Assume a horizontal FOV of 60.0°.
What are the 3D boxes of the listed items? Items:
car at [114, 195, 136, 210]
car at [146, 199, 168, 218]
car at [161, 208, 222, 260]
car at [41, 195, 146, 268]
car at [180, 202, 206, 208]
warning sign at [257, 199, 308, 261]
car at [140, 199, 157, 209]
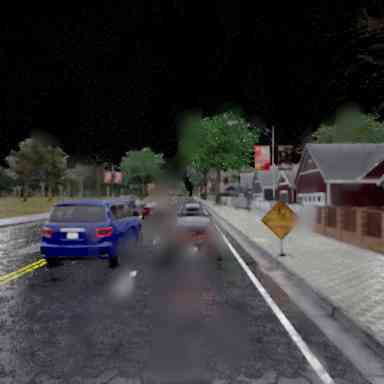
[{"bbox_3d":[-9.852,1.466,49.526,2.150,2.045,5.566,0,0,0],"label":"car"},{"bbox_3d":[-3.188,1.608,29.485,1.882,1.535,5.008,0,0,0],"label":"car"},{"bbox_3d":[0.061,1.551,12.560,1.837,1.490,4.892,0,0,0],"label":"car"},{"bbox_3d":[-3.193,1.266,11.633,2.150,2.045,5.566,0,0,0],"label":"car"},{"bbox_3d":[0.056,1.630,28.038,1.837,1.490,4.892,0,0,0],"label":"car"},{"bbox_3d":[2.825,1.153,10.545,1.300,1.860,1.060,-1,-1,0],"label":"warning sign"},{"bbox_3d":[-6.599,1.816,50.781,1.994,1.385,4.181,0,0,0],"label":"car"}]
